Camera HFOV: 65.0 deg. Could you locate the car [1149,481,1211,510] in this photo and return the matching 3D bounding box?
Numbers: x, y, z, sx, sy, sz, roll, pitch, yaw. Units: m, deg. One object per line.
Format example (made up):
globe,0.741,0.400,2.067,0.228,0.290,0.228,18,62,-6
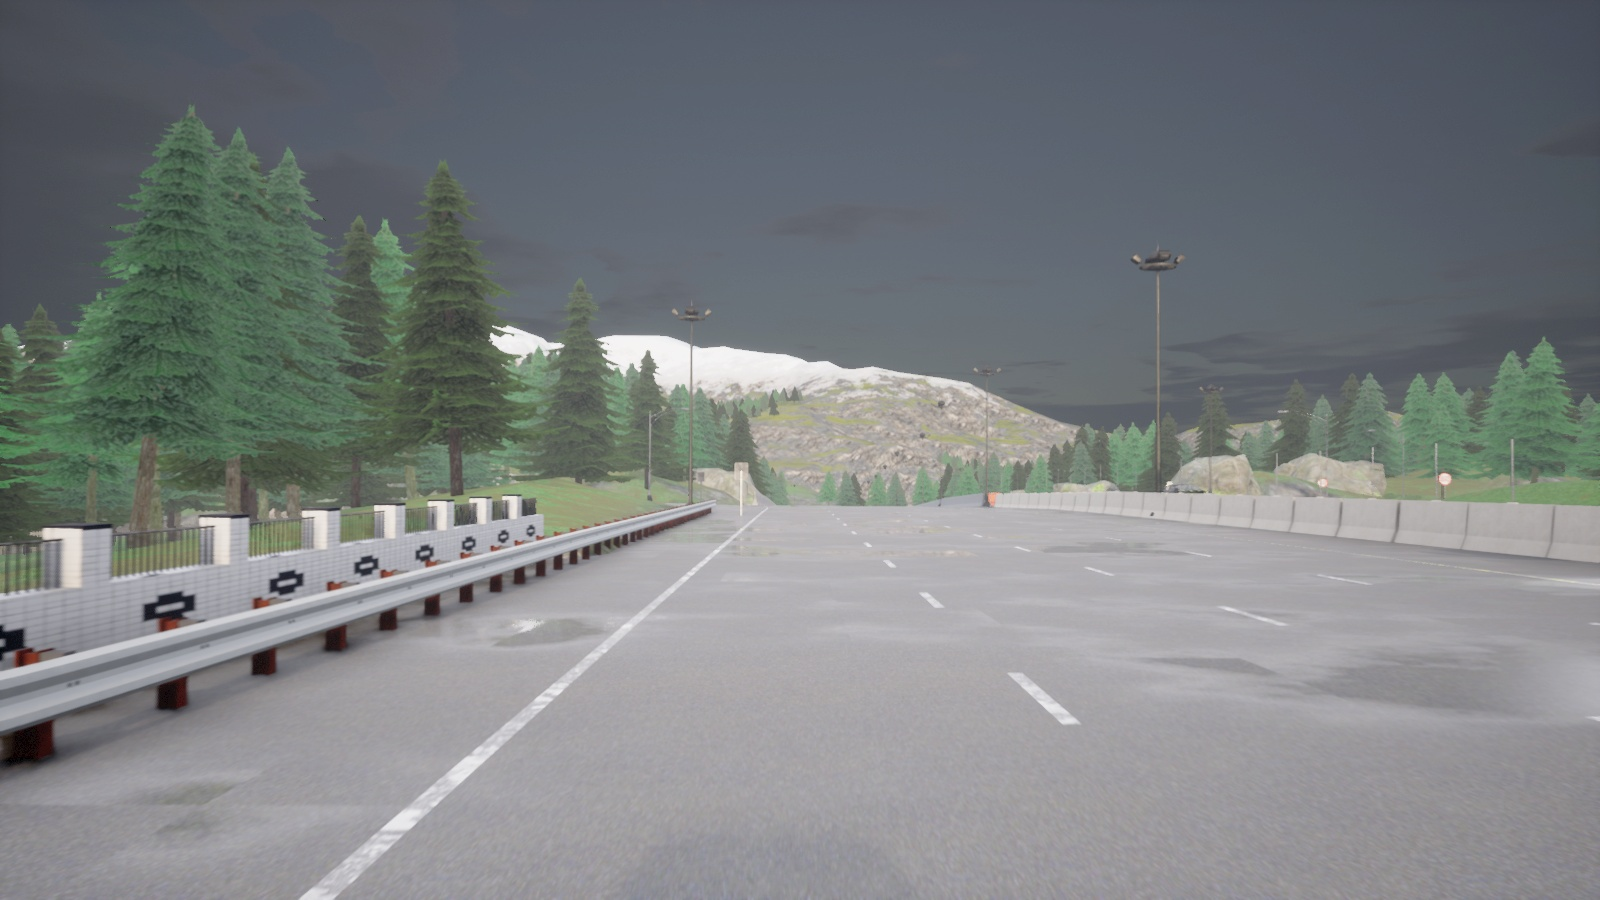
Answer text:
car,20.834,2.472,69.077,2.007,1.525,4.514,0,-2,0
